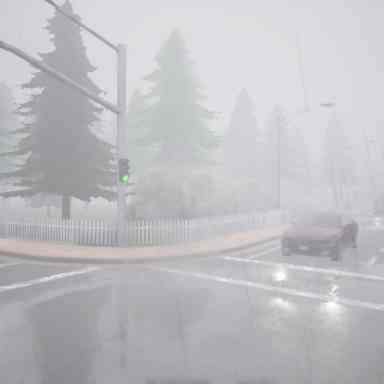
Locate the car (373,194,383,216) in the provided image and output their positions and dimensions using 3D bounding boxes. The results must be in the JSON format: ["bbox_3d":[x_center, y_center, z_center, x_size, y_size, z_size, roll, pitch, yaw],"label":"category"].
[{"bbox_3d":[18.990,1.218,32.083,2.150,2.045,5.566,0,0,36],"label":"car"}]

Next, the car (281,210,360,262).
[{"bbox_3d":[4.973,1.489,12.557,1.882,1.535,5.008,0,0,36],"label":"car"}]
